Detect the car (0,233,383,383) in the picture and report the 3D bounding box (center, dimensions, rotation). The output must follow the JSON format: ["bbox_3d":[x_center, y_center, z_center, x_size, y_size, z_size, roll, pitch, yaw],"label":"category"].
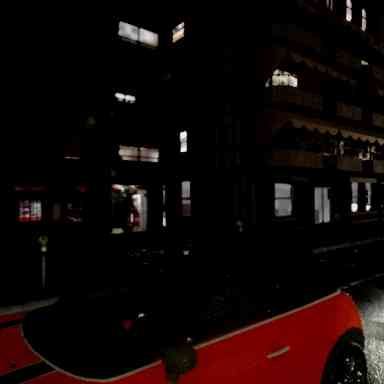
[{"bbox_3d":[-0.318,1.380,3.192,4.553,1.767,2.097,0,-1,-37],"label":"car"}]
